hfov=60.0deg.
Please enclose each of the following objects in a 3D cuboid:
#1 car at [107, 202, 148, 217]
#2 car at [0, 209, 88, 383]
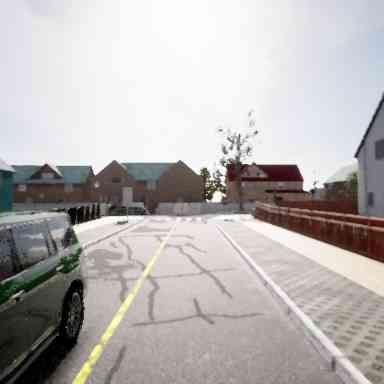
[{"bbox_3d":[-7.423,1.959,38.734,4.553,1.767,2.097,-1,-2,0],"label":"car"},{"bbox_3d":[-2.848,1.271,3.546,2.150,2.045,5.566,0,-1,0],"label":"car"}]
